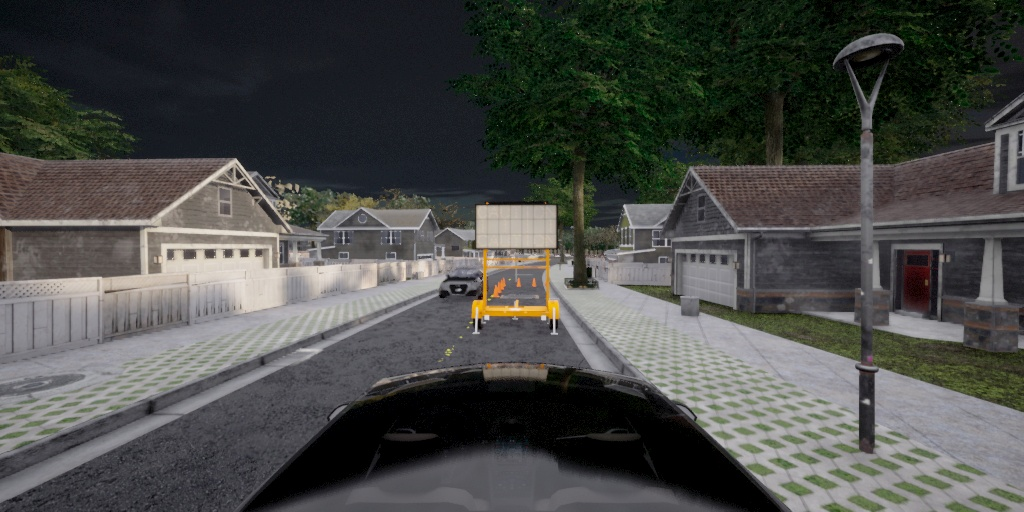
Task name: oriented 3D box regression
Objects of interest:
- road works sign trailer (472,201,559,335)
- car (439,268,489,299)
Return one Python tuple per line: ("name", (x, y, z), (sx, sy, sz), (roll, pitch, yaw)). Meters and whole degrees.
("road works sign trailer", (0.129, 0.213, 10.545), (2.380, 3.560, 2.880), (0, 0, 2))
("car", (-2.277, 1.310, 17.854), (1.994, 1.385, 4.181), (0, 0, 3))
